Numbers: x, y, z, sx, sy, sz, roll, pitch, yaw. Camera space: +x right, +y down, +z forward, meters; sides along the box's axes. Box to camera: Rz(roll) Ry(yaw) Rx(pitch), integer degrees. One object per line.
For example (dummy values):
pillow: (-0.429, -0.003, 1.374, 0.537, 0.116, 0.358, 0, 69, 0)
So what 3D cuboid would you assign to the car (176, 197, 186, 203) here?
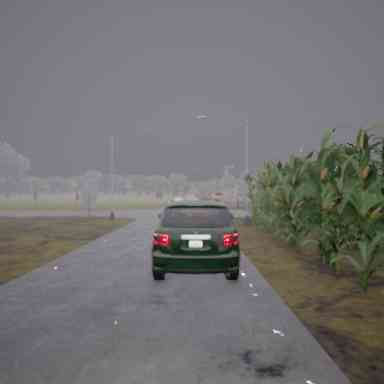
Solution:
car: (-2.546, 1.807, 77.371, 1.994, 1.385, 4.181, 0, 0, 0)

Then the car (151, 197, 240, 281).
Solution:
car: (0.110, 1.244, 9.993, 2.150, 2.045, 5.566, 0, 0, 1)

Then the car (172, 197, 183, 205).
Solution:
car: (-2.632, 1.723, 62.614, 1.812, 1.442, 4.674, 0, 0, 1)

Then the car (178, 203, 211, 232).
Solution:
car: (0.140, 1.536, 21.794, 1.882, 1.535, 5.008, 0, 0, 0)
